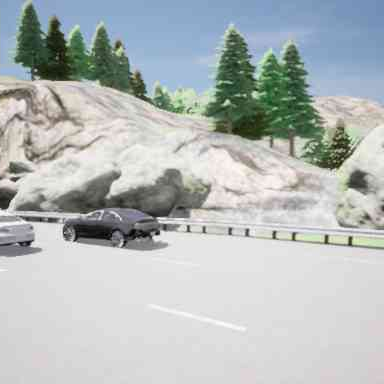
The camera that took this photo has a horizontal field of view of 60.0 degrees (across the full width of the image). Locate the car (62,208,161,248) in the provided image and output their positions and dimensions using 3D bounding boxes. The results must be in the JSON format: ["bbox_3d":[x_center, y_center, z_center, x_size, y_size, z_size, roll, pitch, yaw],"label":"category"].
[{"bbox_3d":[-3.627,1.458,14.587,4.902,1.511,2.128,0,0,32],"label":"car"}]

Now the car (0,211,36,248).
[{"bbox_3d":[-8.192,1.496,13.279,4.674,1.442,1.812,0,0,31],"label":"car"}]
